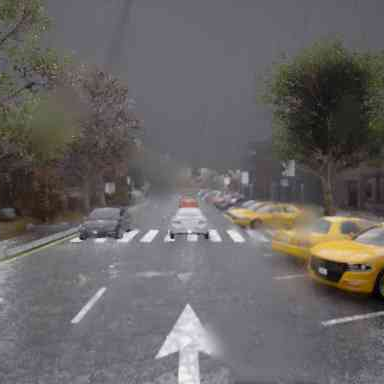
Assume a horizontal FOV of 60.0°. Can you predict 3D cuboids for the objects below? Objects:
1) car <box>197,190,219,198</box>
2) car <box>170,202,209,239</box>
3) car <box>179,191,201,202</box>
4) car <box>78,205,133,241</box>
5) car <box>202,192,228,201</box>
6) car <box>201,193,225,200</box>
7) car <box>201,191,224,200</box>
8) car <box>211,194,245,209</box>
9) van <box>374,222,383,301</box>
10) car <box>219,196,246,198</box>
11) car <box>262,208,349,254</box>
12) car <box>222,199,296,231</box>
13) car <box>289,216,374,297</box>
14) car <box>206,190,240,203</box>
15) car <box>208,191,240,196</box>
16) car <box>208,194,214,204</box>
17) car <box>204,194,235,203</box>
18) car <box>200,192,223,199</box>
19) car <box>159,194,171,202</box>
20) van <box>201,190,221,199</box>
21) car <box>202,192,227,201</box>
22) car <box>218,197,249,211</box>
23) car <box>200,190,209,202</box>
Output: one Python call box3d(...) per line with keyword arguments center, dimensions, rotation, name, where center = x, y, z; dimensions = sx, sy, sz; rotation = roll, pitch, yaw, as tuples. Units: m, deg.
box3d(center=(4.346, 0.539, 92.325), dimensions=(5.566, 2.045, 2.435), rotation=(1, 0, -21), name="car")
box3d(center=(-0.136, 1.490, 17.161), dimensions=(1.812, 1.442, 4.674), rotation=(0, 1, -1), name="car")
box3d(center=(-0.380, 1.098, 37.670), dimensions=(2.097, 1.767, 4.553), rotation=(0, 1, -1), name="car")
box3d(center=(-4.214, 1.478, 16.833), dimensions=(1.837, 1.490, 4.892), rotation=(0, 1, 0), name="car")
box3d(center=(4.569, 0.853, 65.269), dimensions=(4.553, 1.767, 2.185), rotation=(1, 0, -20), name="car")
box3d(center=(4.551, 0.975, 71.280), dimensions=(4.674, 1.452, 2.002), rotation=(1, 1, -21), name="car")
box3d(center=(4.557, 0.789, 74.287), dimensions=(4.553, 1.767, 2.185), rotation=(1, 1, -21), name="car")
box3d(center=(4.854, 1.290, 35.255), dimensions=(4.674, 1.452, 2.002), rotation=(0, 1, -21), name="car")
box3d(center=(5.388, 1.266, 5.293), dimensions=(4.442, 1.987, 1.878), rotation=(1, 0, -21), name="van")
box3d(center=(4.959, 1.347, 26.255), dimensions=(4.892, 1.521, 2.231), rotation=(0, 1, -21), name="car")
box3d(center=(5.332, 1.496, 11.308), dimensions=(5.366, 1.575, 1.946), rotation=(1, 0, -21), name="car")
box3d(center=(4.855, 1.405, 20.187), dimensions=(5.366, 1.575, 1.946), rotation=(1, 1, -21), name="car")
box3d(center=(5.225, 1.498, 8.238), dimensions=(5.008, 1.535, 2.097), rotation=(1, 0, -21), name="car")
box3d(center=(4.802, 1.035, 44.266), dimensions=(4.553, 1.767, 2.185), rotation=(1, 1, -21), name="car")
box3d(center=(4.828, 1.064, 41.265), dimensions=(4.553, 1.767, 2.185), rotation=(1, 1, -21), name="car")
box3d(center=(4.795, 1.249, 38.246), dimensions=(4.792, 1.488, 2.163), rotation=(0, 1, -21), name="car")
box3d(center=(4.644, 1.081, 56.255), dimensions=(4.792, 1.488, 2.163), rotation=(1, 1, -20), name="car")
box3d(center=(4.487, 0.893, 77.291), dimensions=(5.008, 1.535, 2.097), rotation=(1, 0, -21), name="car")
box3d(center=(-4.716, 1.116, 59.466), dimensions=(1.994, 1.385, 4.181), rotation=(0, 1, 0), name="car")
box3d(center=(4.574, 0.648, 80.336), dimensions=(4.442, 1.987, 1.878), rotation=(1, 0, -21), name="van")
box3d(center=(4.544, 0.831, 68.270), dimensions=(4.553, 1.767, 2.185), rotation=(1, 0, -20), name="car")
box3d(center=(4.815, 1.373, 23.189), dimensions=(5.366, 1.575, 1.946), rotation=(0, 1, -21), name="car")
box3d(center=(4.709, 0.853, 50.238), dimensions=(5.566, 2.045, 2.435), rotation=(1, 1, -21), name="car")
